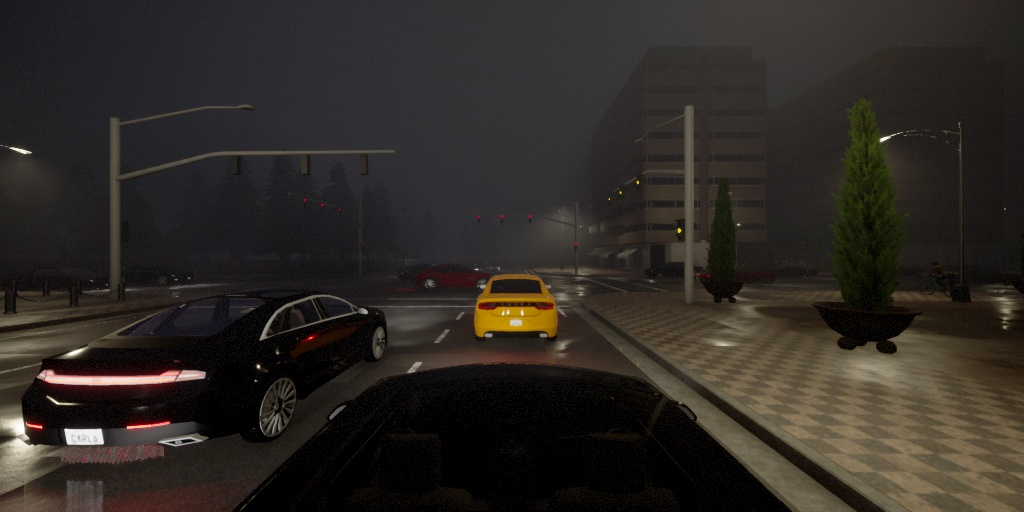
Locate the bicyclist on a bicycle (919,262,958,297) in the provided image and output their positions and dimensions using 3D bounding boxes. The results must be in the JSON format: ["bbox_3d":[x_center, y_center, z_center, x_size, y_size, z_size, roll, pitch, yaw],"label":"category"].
[{"bbox_3d":[20.278,1.106,17.026,0.582,1.620,1.656,0,0,0],"label":"bicyclist on a bicycle"}]

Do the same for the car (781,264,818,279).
[{"bbox_3d":[24.704,1.406,32.522,4.718,1.301,1.895,0,0,0],"label":"car"}]

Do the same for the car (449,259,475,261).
[{"bbox_3d":[-6.685,1.228,48.383,1.882,1.535,5.008,0,0,3],"label":"car"}]

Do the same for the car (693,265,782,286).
[{"bbox_3d":[15.804,1.406,25.298,4.718,1.301,1.895,0,0,0],"label":"car"}]

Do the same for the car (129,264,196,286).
[{"bbox_3d":[-25.088,1.310,25.159,4.892,1.490,1.837,0,0,0],"label":"car"}]

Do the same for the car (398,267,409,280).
[{"bbox_3d":[-7.288,1.347,29.865,4.181,1.385,1.994,0,0,-43],"label":"car"}]

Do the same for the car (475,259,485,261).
[{"bbox_3d":[-5.524,1.255,57.718,1.837,1.490,4.892,0,0,15],"label":"car"}]

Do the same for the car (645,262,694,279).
[{"bbox_3d":[14.628,1.283,32.491,5.008,1.535,1.882,0,0,0],"label":"car"}]

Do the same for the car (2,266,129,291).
[{"bbox_3d":[-27.092,1.353,21.653,5.357,1.411,2.033,0,0,0],"label":"car"}]

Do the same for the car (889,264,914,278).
[{"bbox_3d":[34.904,1.406,32.547,4.718,1.301,1.895,0,0,0],"label":"car"}]

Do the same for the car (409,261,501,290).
[{"bbox_3d":[-3.328,1.239,21.736,5.008,1.535,1.882,0,0,0],"label":"car"}]

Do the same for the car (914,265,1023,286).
[{"bbox_3d":[32.433,1.353,25.359,5.357,1.411,2.033,0,0,1],"label":"car"}]

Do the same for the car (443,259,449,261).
[{"bbox_3d":[-9.804,1.228,52.985,1.882,1.535,5.008,0,0,7],"label":"car"}]

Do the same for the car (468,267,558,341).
[{"bbox_3d":[0.101,1.228,9.897,1.882,1.535,5.008,0,0,0],"label":"car"}]

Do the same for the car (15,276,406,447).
[{"bbox_3d":[-3.425,1.242,5.313,2.128,1.511,4.902,0,0,0],"label":"car"}]
